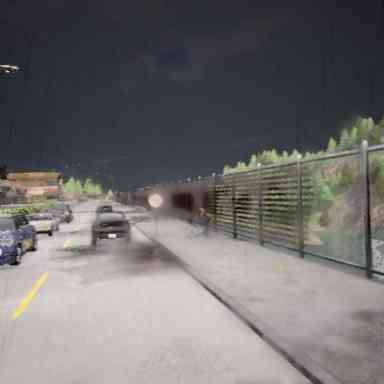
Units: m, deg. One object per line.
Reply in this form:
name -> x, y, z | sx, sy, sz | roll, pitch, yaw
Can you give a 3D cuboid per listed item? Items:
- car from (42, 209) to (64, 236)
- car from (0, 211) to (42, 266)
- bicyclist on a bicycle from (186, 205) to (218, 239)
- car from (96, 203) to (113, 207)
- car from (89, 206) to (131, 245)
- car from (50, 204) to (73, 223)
car -> -9.645, 2.044, 21.205 | 1.895, 1.301, 4.718 | -2, 0, -15
car -> -7.268, 1.662, 12.438 | 2.097, 1.767, 4.553 | -2, 0, -15
bicyclist on a bicycle -> 0.471, 1.441, 15.970 | 1.656, 1.620, 0.582 | -2, 0, -15
car -> -10.984, 2.129, 41.969 | 1.837, 1.490, 4.892 | -2, 0, -15
car -> -4.236, 1.753, 17.315 | 1.837, 1.490, 4.892 | -2, 0, -15
car -> -12.181, 1.936, 30.571 | 2.097, 1.767, 4.553 | -2, 0, -15
